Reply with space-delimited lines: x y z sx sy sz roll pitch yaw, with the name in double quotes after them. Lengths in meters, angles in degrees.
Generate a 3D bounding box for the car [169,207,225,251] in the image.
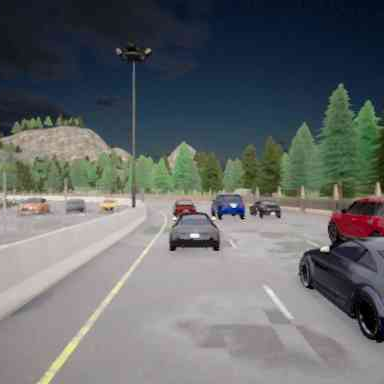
0.096 1.560 14.164 1.994 1.385 4.181 0 0 0 "car"

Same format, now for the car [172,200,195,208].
-0.832 1.468 31.049 1.882 1.535 5.008 0 0 -7 "car"

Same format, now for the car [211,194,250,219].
3.002 1.213 28.575 2.150 2.045 5.566 0 0 -5 "car"

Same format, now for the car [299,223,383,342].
3.599 1.562 6.462 1.994 1.385 4.181 0 0 0 "car"

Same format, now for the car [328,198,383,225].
7.099 1.218 12.407 2.150 2.045 5.566 0 0 0 "car"

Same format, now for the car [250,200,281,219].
6.381 1.496 29.534 1.837 1.490 4.892 0 0 -5 "car"
